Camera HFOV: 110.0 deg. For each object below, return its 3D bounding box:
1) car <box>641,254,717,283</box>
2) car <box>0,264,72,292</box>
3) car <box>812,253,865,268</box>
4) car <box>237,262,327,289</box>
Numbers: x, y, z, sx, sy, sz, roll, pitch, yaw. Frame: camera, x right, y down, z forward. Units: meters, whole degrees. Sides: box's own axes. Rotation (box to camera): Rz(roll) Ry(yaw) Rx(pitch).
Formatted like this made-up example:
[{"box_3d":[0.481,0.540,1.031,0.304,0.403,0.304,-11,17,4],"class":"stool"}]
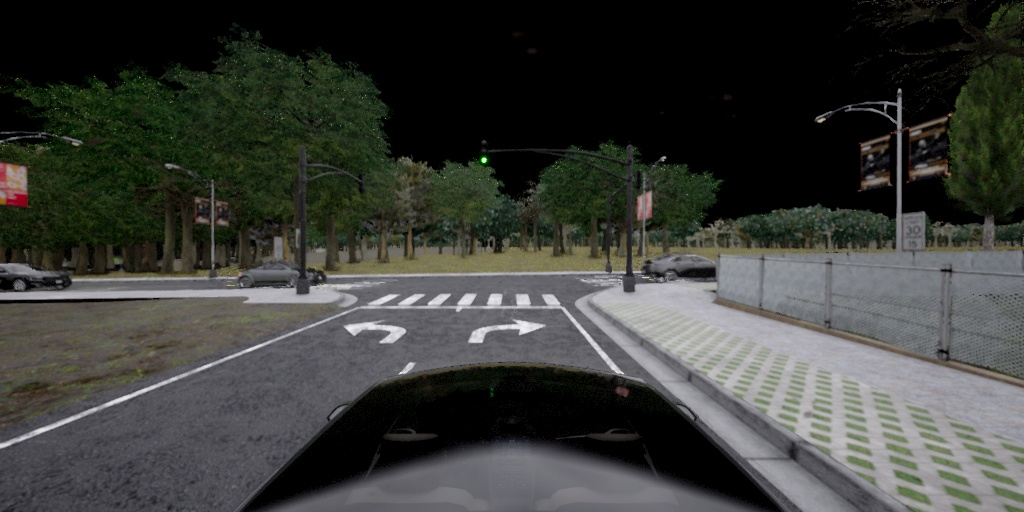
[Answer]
[{"box_3d":[9.601,0.633,19.475,4.902,1.511,2.128,-1,0,0],"class":"car"},{"box_3d":[-27.192,1.155,19.548,5.008,1.535,1.882,-1,0,0],"class":"car"},{"box_3d":[19.651,0.514,22.807,4.674,1.442,1.812,-1,0,0],"class":"car"},{"box_3d":[-12.430,1.022,19.520,4.181,1.385,1.994,-1,0,0],"class":"car"}]
